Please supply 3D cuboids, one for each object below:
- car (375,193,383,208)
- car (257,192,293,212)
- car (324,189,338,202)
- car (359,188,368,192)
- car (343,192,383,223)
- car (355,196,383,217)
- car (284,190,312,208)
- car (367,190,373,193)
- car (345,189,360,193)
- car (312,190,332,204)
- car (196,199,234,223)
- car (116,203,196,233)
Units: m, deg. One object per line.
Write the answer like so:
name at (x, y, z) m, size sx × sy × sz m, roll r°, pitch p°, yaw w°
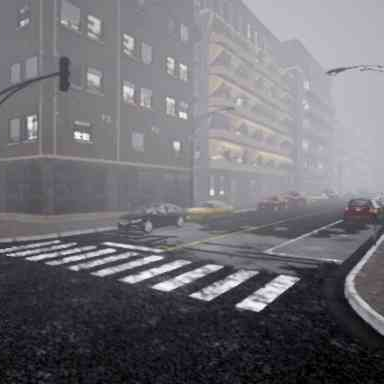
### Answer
car at (20.897, 0.909, 35.617) m, size 1.752 × 1.417 × 4.829 m, roll 1°, pitch 2°, yaw 35°
car at (7.573, 1.024, 31.174) m, size 1.887 × 1.381 × 4.507 m, roll 1°, pitch 2°, yaw 35°
car at (20.324, 0.487, 49.427) m, size 2.192 × 1.841 × 5.009 m, roll 1°, pitch 2°, yaw 35°
car at (39.449, 0.034, 76.814) m, size 2.192 × 1.841 × 5.009 m, roll 1°, pitch 2°, yaw 35°
car at (11.238, 1.057, 21.782) m, size 1.967 × 1.590 × 4.097 m, roll 1°, pitch 2°, yaw 35°
car at (14.425, 1.091, 26.350) m, size 2.008 × 1.369 × 4.403 m, roll 1°, pitch 2°, yaw 35°
car at (10.762, 0.717, 35.733) m, size 2.192 × 1.841 × 5.009 m, roll 1°, pitch 2°, yaw 35°
car at (28.548, 0.731, 51.117) m, size 1.895 × 1.301 × 4.718 m, roll 1°, pitch 1°, yaw 35°
car at (29.885, 0.511, 63.127) m, size 1.947 × 1.339 × 4.313 m, roll 1°, pitch 2°, yaw 35°
car at (17.038, 0.776, 44.728) m, size 1.752 × 1.417 × 4.829 m, roll 1°, pitch 2°, yaw 35°
car at (1.100, 1.162, 21.904) m, size 1.752 × 1.417 × 4.829 m, roll 1°, pitch 2°, yaw 35°
car at (-1.990, 1.263, 17.480) m, size 2.008 × 1.369 × 4.403 m, roll 2°, pitch 2°, yaw 35°
